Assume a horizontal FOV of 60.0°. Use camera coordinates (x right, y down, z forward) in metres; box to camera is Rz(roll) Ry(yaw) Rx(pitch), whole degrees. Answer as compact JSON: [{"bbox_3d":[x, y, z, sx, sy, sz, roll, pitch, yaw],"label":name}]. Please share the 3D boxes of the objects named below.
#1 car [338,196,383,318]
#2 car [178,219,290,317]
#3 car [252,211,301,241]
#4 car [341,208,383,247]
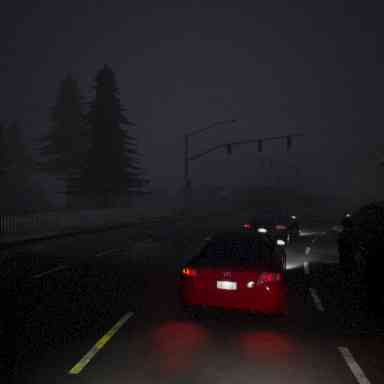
[{"bbox_3d":[4.707,1.221,7.259,2.150,2.045,5.566,0,0,15],"label":"car"},{"bbox_3d":[1.130,1.564,7.620,1.994,1.385,4.181,0,0,15],"label":"car"},{"bbox_3d":[3.792,1.564,15.589,1.994,1.385,4.181,0,0,26],"label":"car"},{"bbox_3d":[8.371,1.564,15.849,1.994,1.385,4.181,0,0,28],"label":"car"}]
